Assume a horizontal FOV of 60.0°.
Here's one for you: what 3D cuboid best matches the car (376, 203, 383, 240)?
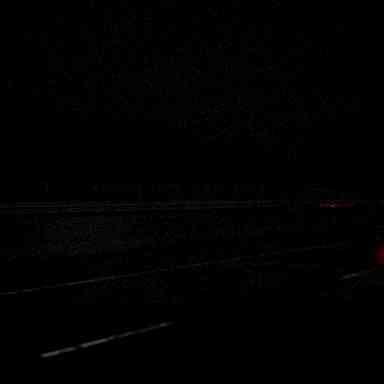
[{"bbox_3d":[11.148,1.458,15.974,4.553,1.767,2.097,0,0,-35],"label":"car"}]

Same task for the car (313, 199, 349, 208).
[{"bbox_3d":[15.935,1.531,36.608,4.553,1.767,2.097,0,0,-34],"label":"car"}]

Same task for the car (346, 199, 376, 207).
[{"bbox_3d":[18.024,1.745,33.798,4.181,1.385,1.994,0,0,-34],"label":"car"}]

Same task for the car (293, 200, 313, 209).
[{"bbox_3d":[14.066,1.684,39.571,4.892,1.490,1.837,0,0,-34],"label":"car"}]
